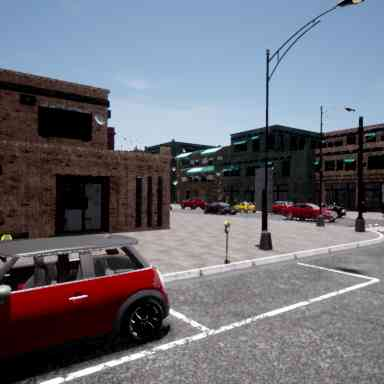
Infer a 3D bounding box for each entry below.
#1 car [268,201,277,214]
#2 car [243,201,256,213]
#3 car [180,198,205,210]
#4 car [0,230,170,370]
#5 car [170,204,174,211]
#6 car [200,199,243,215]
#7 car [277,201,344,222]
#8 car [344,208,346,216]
[{"bbox_3d":[9.735,1.739,37.209,1.967,1.590,4.097,0,-1,-35],"label":"car"},{"bbox_3d":[6.471,1.879,41.903,1.752,1.417,4.829,0,-1,-35],"label":"car"},{"bbox_3d":[0.233,1.773,50.876,2.192,1.841,5.009,0,-1,-35],"label":"car"},{"bbox_3d":[-2.435,1.440,4.808,4.097,1.590,1.967,0,1,-36],"label":"car"},{"bbox_3d":[-4.443,1.869,47.498,1.837,1.490,4.892,1,-1,-35],"label":"car"},{"bbox_3d":[3.156,1.802,36.543,1.994,1.385,4.181,1,-1,-35],"label":"car"},{"bbox_3d":[9.574,1.656,27.255,1.812,1.442,4.674,1,-1,-34],"label":"car"},{"bbox_3d":[12.902,1.812,32.652,1.947,1.339,4.313,0,-1,-35],"label":"car"}]
